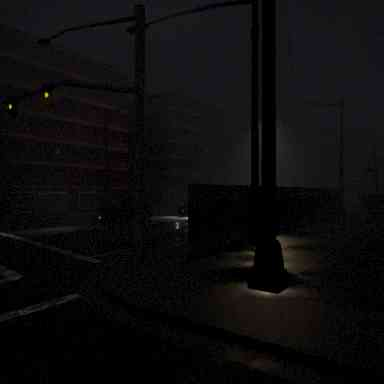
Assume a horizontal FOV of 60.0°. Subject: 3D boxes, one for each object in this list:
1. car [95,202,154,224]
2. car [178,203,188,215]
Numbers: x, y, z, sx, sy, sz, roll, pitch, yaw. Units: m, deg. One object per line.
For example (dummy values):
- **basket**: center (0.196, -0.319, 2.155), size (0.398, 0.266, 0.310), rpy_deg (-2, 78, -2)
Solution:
- **car**: center (-4.902, 1.491, 24.767), size (2.128, 1.511, 4.902), rpy_deg (0, 0, 35)
- **car**: center (0.537, 1.505, 32.511), size (1.837, 1.490, 4.892), rpy_deg (0, 0, 35)
